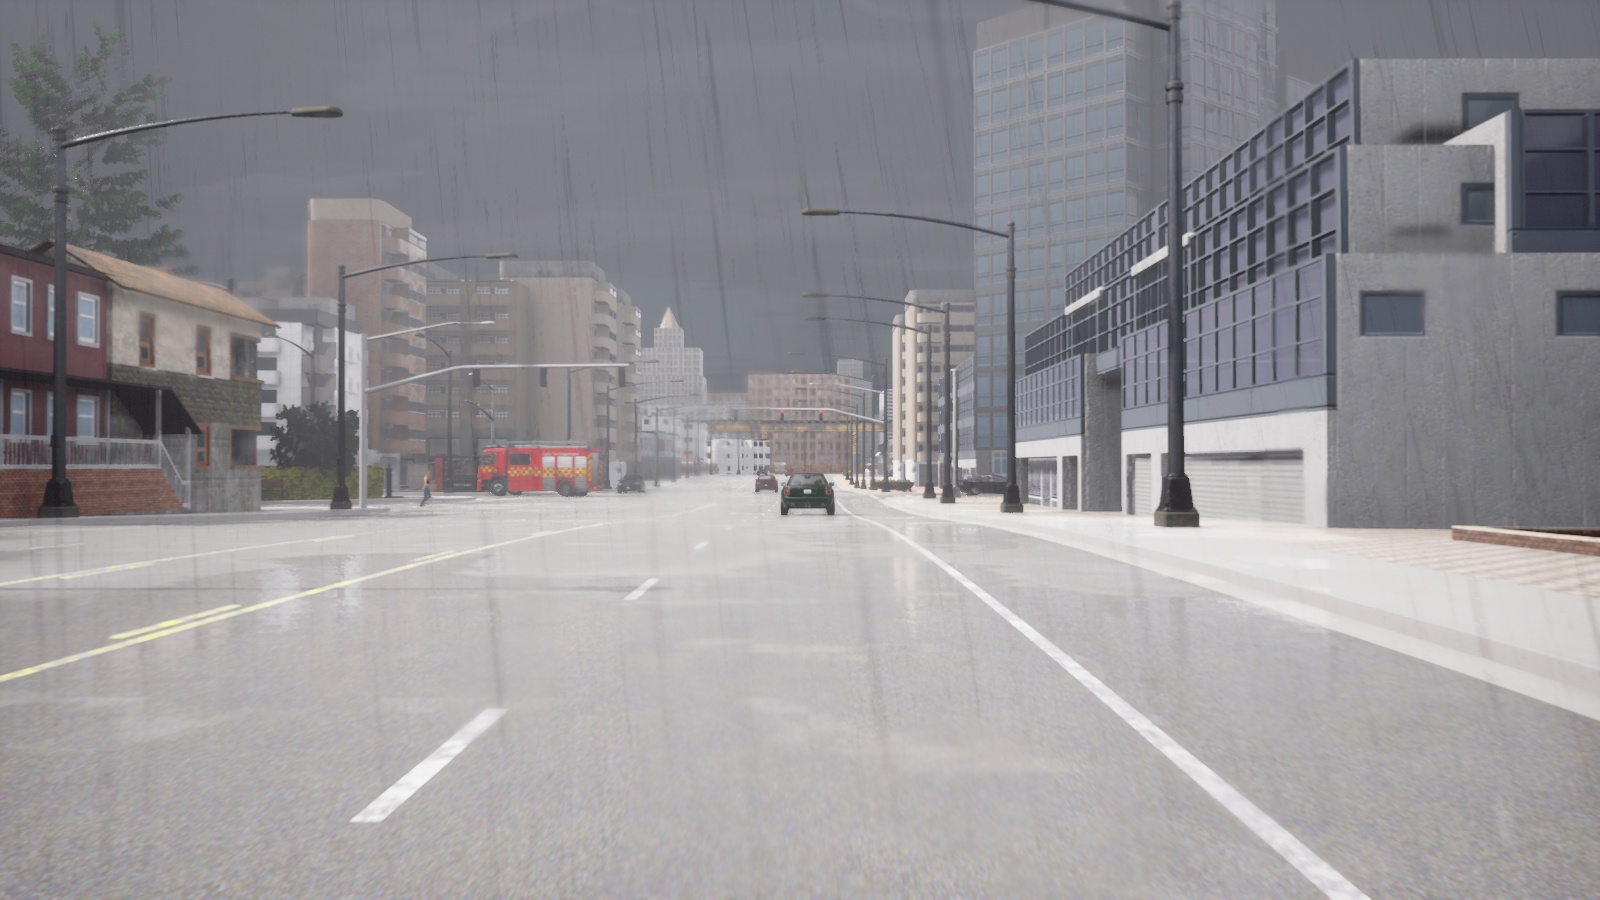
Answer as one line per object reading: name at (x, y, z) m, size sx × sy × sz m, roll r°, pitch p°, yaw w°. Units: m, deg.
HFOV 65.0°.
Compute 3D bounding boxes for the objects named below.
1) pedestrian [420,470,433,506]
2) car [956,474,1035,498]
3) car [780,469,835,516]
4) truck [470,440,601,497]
pedestrian at (-18.819, 1.905, 63.243) m, size 0.594 × 1.836 × 0.345 m, roll 0°, pitch -1°, yaw -7°
car at (12.968, 2.379, 83.326) m, size 4.902 × 1.511 × 2.128 m, roll 0°, pitch -1°, yaw 0°
car at (0.300, 1.685, 50.159) m, size 2.097 × 1.767 × 4.553 m, roll 0°, pitch -2°, yaw 0°
truck at (-18.292, 1.285, 87.052) m, size 8.468 × 3.827 × 2.891 m, roll 0°, pitch -1°, yaw 14°
